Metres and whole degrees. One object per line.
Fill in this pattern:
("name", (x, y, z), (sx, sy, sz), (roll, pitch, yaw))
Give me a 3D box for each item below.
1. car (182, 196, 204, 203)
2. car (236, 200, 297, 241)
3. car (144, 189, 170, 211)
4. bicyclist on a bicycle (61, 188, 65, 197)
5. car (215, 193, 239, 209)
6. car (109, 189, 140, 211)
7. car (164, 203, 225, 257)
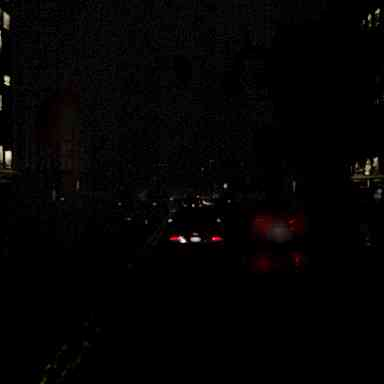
("car", (0.098, 1.088, 28.872), (2.033, 1.411, 5.357), (0, 1, 0))
("car", (3.350, 1.288, 15.121), (1.812, 1.442, 4.674), (0, 1, 0))
("car", (-3.340, 0.702, 32.595), (2.150, 2.045, 5.566), (0, 1, 0))
("bicyclist on a bicycle", (-24.710, 0.093, 63.667), (0.582, 1.620, 1.656), (0, 2, 1))
("car", (3.348, 0.838, 32.220), (2.097, 1.767, 4.553), (0, 1, 0))
("car", (-6.587, 0.694, 33.096), (2.150, 2.045, 5.566), (0, 1, 0))
("car", (0.100, 1.360, 11.978), (2.033, 1.411, 5.357), (0, 1, 0))
